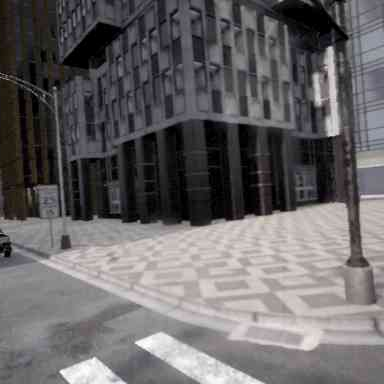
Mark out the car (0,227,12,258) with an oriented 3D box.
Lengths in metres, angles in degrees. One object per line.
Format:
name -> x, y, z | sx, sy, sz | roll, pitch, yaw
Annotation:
car -> -9.726, 2.276, 15.317 | 2.128, 1.511, 4.902 | -4, -1, -39
